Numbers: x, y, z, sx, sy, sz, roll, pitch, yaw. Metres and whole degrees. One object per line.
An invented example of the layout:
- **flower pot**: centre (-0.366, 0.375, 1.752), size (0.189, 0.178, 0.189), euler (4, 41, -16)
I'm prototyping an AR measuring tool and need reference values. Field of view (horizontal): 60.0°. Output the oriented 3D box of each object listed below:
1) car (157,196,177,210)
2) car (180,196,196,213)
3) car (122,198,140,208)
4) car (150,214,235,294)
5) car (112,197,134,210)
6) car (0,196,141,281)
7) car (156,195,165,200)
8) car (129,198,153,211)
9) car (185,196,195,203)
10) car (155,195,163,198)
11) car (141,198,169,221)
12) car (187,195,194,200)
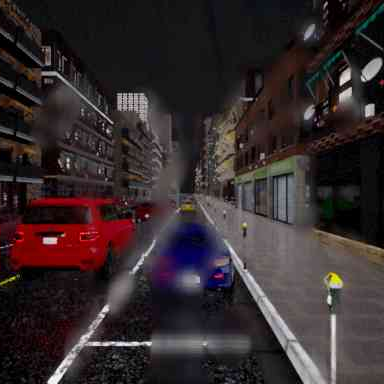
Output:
- **car**: centre (-3.058, 1.563, 42.587), size (1.994, 1.385, 4.181), euler (0, 0, 0)
- **car**: centre (-0.454, 1.525, 37.323), size (1.752, 1.417, 4.829), euler (0, 0, 0)
- **car**: centre (-8.834, 1.543, 48.430), size (1.887, 1.381, 4.507), euler (0, 0, 0)
- **car**: centre (0.004, 1.526, 8.649), size (1.812, 1.442, 4.674), euler (0, 0, 0)
- **car**: centre (-8.834, 1.439, 42.793), size (1.967, 1.590, 4.097), euler (0, 0, 0)
- **car**: centre (-3.146, 1.216, 10.049), size (2.150, 2.045, 5.566), euler (0, -1, 0)
- **car**: centre (-8.834, 1.539, 93.519), size (2.008, 1.369, 4.403), euler (0, 0, 0)
- **car**: centre (-6.211, 1.547, 41.112), size (2.033, 1.411, 5.357), euler (0, 0, 0)
- **car**: centre (-0.453, 1.545, 70.970), size (2.008, 1.369, 4.403), euler (0, 0, 0)
- **car**: centre (-8.834, 1.541, 87.882), size (2.008, 1.369, 4.403), euler (0, 0, 0)
- **car**: centre (-3.065, 1.478, 25.374), size (1.882, 1.535, 5.008), euler (0, 0, 0)
- **car**: centre (-0.452, 1.513, 93.685), size (1.752, 1.417, 4.829), euler (0, 0, 0)
